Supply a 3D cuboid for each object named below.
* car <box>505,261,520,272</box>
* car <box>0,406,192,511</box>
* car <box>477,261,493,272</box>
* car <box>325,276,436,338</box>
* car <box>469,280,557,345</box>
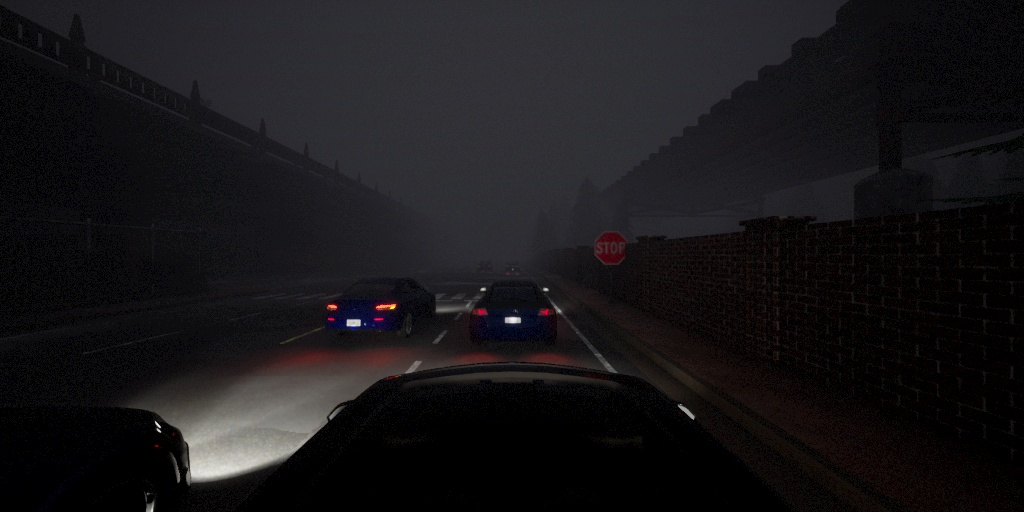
[{"bbox_3d":[0.065,1.351,46.254,1.895,1.301,4.718,0,0,-1],"label":"car"},{"bbox_3d":[-3.399,1.314,0.935,1.994,1.385,4.181,0,0,0],"label":"car"},{"bbox_3d":[-3.430,1.297,46.057,2.033,1.411,5.357,0,0,-1],"label":"car"},{"bbox_3d":[-3.420,1.276,10.031,1.812,1.442,4.674,0,0,0],"label":"car"},{"bbox_3d":[0.062,1.314,9.511,1.994,1.385,4.181,0,0,1],"label":"car"}]
